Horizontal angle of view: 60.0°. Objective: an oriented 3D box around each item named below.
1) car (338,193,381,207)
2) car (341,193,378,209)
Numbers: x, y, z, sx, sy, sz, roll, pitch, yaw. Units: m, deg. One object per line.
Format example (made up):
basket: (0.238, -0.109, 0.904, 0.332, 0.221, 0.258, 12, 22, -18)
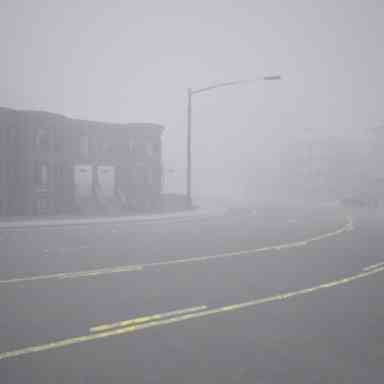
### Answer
car: (20.742, 0.895, 41.385, 2.128, 1.511, 4.902, 1, 1, -12)
car: (18.099, 0.967, 36.247, 2.128, 1.511, 4.902, 1, 1, -4)
